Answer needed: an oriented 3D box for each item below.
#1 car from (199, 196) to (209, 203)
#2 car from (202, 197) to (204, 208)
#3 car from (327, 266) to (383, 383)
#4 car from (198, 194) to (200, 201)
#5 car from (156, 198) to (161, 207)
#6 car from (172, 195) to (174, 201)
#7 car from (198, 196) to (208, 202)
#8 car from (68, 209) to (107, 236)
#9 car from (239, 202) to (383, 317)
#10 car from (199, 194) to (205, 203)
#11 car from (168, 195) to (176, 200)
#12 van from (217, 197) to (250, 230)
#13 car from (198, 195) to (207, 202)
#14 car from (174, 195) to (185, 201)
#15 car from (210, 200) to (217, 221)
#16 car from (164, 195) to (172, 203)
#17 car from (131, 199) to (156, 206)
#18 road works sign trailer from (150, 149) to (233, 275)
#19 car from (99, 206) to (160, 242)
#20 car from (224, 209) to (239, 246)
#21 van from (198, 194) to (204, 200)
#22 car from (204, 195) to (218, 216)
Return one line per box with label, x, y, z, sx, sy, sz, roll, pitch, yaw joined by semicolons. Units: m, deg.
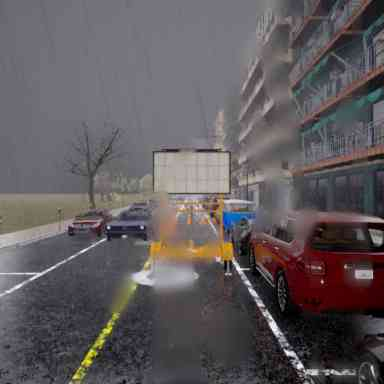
car;2.500;1.544;69.802;1.752;1.417;4.829;1;0;0
car;2.530;1.591;41.327;1.802;1.307;4.206;1;0;0
car;2.573;1.566;1.699;1.947;1.339;4.313;1;0;0
car;2.506;1.542;64.141;1.752;1.417;4.829;1;0;0
car;-5.356;1.592;46.433;1.802;1.307;4.206;1;0;0
car;-5.399;1.576;86.011;2.008;1.369;4.403;1;0;0
car;2.493;1.571;75.293;2.008;1.369;4.403;1;0;0
car;-5.325;1.586;18.163;1.802;1.307;4.206;1;0;0
car;2.570;1.317;7.361;2.192;1.841;5.009;1;0;0
car;2.527;1.325;46.988;2.192;1.841;5.009;1;0;0
car;-5.405;1.579;91.665;2.008;1.369;4.403;1;0;0
van;2.557;1.345;18.683;1.690;1.788;3.998;1;0;0
car;2.488;1.463;80.954;1.967;1.590;4.097;1;0;0
car;-2.838;1.571;83.270;2.033;1.411;5.357;0;0;0
car;2.549;1.530;24.514;1.752;1.417;4.829;1;0;0
car;-5.374;1.541;63.225;1.752;1.417;4.829;1;0;0
car;-5.343;1.573;35.125;1.947;1.339;4.313;1;0;0
road works sign trailer;-0.010;0.466;10.405;2.380;3.560;2.880;0;0;0
car;-2.867;1.604;16.440;1.895;1.301;4.718;0;0;0
car;2.561;1.569;13.021;1.947;1.339;4.313;1;0;0
van;2.477;1.369;92.276;1.690;1.788;3.998;1;0;0
car;2.545;1.321;30.005;2.192;1.841;5.009;1;0;0
